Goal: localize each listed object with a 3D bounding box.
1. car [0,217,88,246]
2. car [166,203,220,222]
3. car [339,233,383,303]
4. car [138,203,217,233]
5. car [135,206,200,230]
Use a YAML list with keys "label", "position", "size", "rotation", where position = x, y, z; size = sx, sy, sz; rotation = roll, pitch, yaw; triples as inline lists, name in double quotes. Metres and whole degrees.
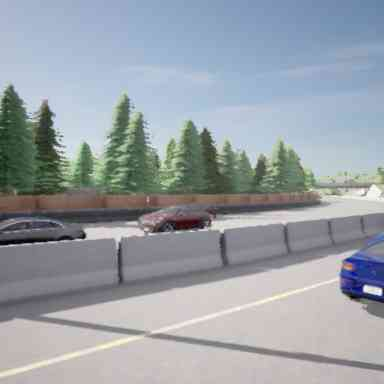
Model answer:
- label: "car"
  position: [-6.412, 1.701, 12.364]
  size: [4.902, 1.511, 2.128]
  rotation: [0, -1, -36]
- label: "car"
  position: [0.149, 1.867, 30.937]
  size: [5.008, 1.535, 1.882]
  rotation: [1, -1, -41]
- label: "car"
  position: [5.013, 1.583, 7.366]
  size: [4.674, 1.442, 1.812]
  rotation: [0, 0, -39]
- label: "car"
  position: [-0.933, 1.624, 20.957]
  size: [4.553, 1.767, 2.097]
  rotation: [0, -1, -39]
- label: "car"
  position: [-1.740, 1.853, 24.788]
  size: [4.674, 1.442, 1.812]
  rotation: [0, -1, -39]
